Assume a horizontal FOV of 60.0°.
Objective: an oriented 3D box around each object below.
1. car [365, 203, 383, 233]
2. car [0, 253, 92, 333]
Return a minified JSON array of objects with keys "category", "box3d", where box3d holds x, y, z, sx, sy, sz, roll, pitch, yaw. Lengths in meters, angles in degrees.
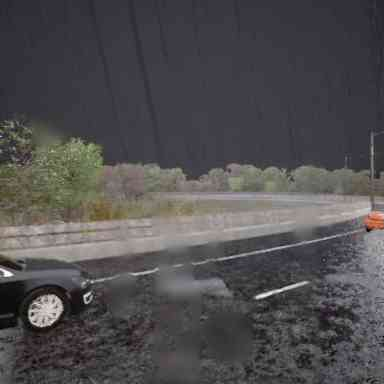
[{"category":"car","box3d":[11.689,1.386,19.194,2.097,1.767,4.553,-1,0,43]},{"category":"car","box3d":[-4.100,1.548,5.278,4.892,1.490,1.837,0,0,-35]}]
